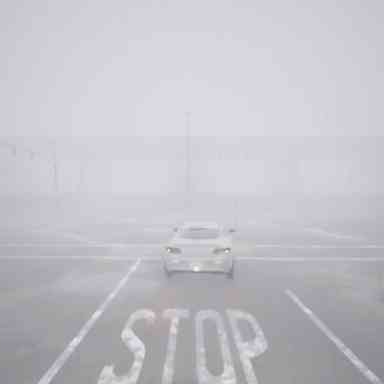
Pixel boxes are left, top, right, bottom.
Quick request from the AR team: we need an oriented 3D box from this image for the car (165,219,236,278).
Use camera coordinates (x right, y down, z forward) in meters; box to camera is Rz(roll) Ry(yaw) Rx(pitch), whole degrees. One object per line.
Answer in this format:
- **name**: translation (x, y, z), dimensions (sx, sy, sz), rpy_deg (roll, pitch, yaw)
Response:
- **car**: translation (0.347, 1.567, 10.227), dimensions (1.812, 1.442, 4.674), rpy_deg (0, 0, 6)
